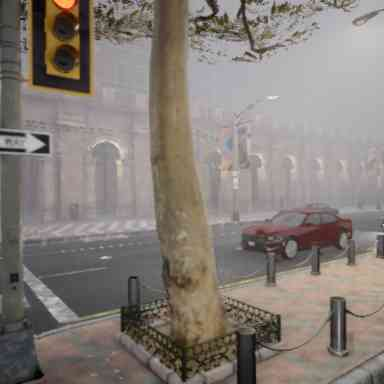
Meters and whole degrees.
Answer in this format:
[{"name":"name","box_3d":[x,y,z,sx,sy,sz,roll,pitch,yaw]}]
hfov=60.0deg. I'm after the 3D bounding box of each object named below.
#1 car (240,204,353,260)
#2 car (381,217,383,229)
[{"name":"car","box_3d":[3.979,1.402,12.357,5.008,1.535,1.882,-1,0,-35]},{"name":"car","box_3d":[12.168,1.414,18.179,4.181,1.385,1.994,-1,0,-35]}]
